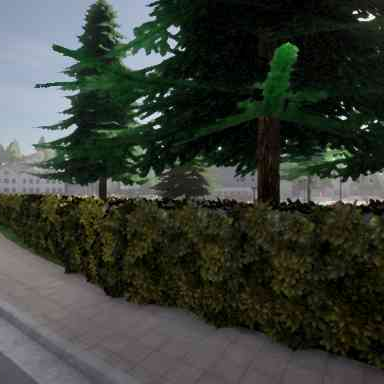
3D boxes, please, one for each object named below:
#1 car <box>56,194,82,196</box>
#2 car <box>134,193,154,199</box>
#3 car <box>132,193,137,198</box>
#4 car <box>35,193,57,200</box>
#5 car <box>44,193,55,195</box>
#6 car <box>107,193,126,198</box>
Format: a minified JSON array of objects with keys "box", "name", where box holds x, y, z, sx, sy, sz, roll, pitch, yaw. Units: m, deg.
[{"box":[-23.826,1.320,64.084,3.633,1.501,1.845,0,0,-36],"name":"car"},{"box":[-7.908,1.384,60.724,3.806,1.475,1.970,0,0,-36],"name":"car"},{"box":[-10.838,1.097,77.812,4.605,1.855,1.932,0,0,-36],"name":"car"},{"box":[-36.273,1.097,82.782,4.605,1.855,1.932,0,0,-36],"name":"car"},{"box":[-29.605,1.298,72.236,4.514,1.523,2.007,0,0,-36],"name":"car"},{"box":[-20.307,1.154,90.342,5.027,1.636,2.152,0,0,-36],"name":"car"}]
